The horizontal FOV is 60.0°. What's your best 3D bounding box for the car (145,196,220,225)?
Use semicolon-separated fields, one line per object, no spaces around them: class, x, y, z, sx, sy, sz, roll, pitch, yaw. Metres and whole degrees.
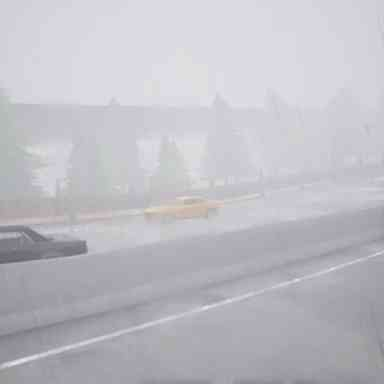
car;-0.540;1.036;20.707;5.008;1.535;1.882;-4;2;-36

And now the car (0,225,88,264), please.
car;-5.356;1.592;8.750;4.718;1.301;1.895;-1;1;-35
